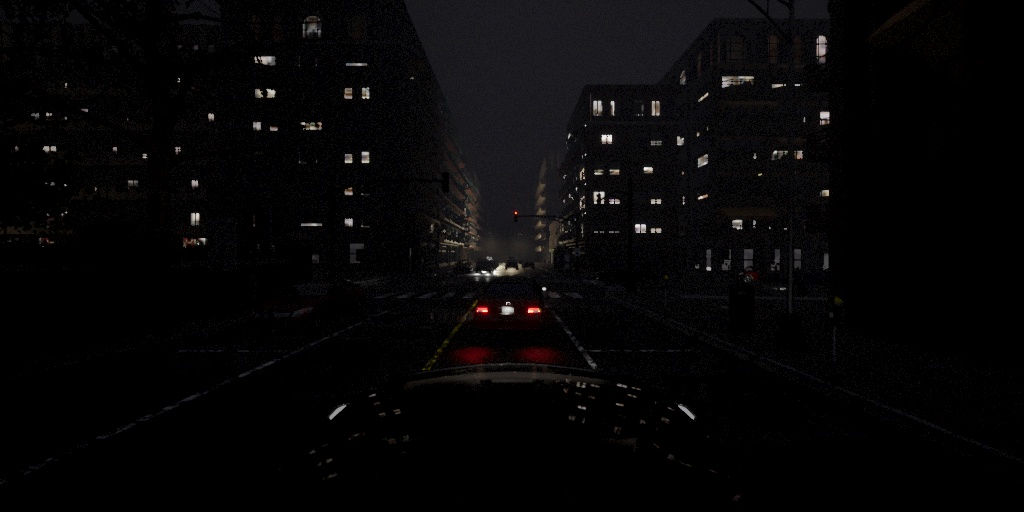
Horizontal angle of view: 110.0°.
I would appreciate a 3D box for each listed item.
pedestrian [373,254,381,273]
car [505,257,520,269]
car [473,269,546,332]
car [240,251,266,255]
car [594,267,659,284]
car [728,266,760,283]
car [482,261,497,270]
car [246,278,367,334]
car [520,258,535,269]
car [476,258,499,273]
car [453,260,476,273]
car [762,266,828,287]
[{"bbox_3d":[-12.814,0.652,33.955,0.375,1.860,0.375,0,-1,-1],"label":"pedestrian"},{"bbox_3d":[-0.066,1.274,53.996,1.812,1.442,4.674,0,0,0],"label":"car"},{"bbox_3d":[0.050,1.297,10.789,2.033,1.411,5.357,0,0,3],"label":"car"},{"bbox_3d":[-17.611,0.694,25.146,5.566,2.045,2.150,1,0,-1],"label":"car"},{"bbox_3d":[9.072,1.520,28.759,4.718,1.301,1.895,1,0,-1],"label":"car"},{"bbox_3d":[21.287,1.571,31.508,4.097,1.591,1.967,0,0,-1],"label":"car"},{"bbox_3d":[-3.242,1.349,53.213,1.895,1.301,4.718,0,0,0],"label":"car"},{"bbox_3d":[-5.715,1.331,10.574,1.802,1.307,4.207,0,0,0],"label":"car"},{"bbox_3d":[2.525,1.299,54.284,2.007,1.370,4.403,0,0,0],"label":"car"},{"bbox_3d":[-3.200,1.296,43.263,2.033,1.411,5.357,0,0,4],"label":"car"},{"bbox_3d":[-5.819,1.188,42.985,1.967,1.591,4.097,0,0,0],"label":"car"},{"bbox_3d":[23.376,1.659,28.975,5.008,1.535,1.882,1,0,-1],"label":"car"}]
